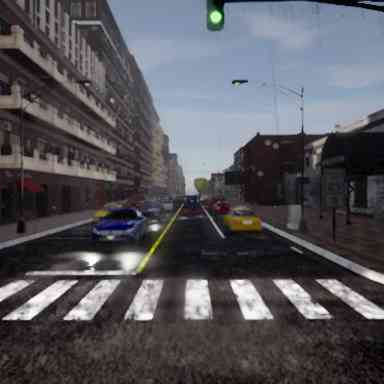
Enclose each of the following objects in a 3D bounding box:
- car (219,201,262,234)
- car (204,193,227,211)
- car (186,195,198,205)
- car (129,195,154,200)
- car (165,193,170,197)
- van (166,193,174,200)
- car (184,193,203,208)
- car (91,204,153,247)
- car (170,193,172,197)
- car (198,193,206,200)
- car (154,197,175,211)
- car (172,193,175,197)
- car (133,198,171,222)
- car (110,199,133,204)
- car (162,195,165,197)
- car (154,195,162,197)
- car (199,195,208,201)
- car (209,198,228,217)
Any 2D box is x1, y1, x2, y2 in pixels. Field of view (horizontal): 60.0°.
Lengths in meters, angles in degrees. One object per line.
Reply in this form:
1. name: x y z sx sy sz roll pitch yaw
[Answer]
1. car: 2.698 1.445 18.445 1.752 1.417 4.829 0 0 0
2. car: 2.704 1.184 34.892 2.192 1.841 5.009 0 0 0
3. car: 0.020 1.304 55.084 1.882 1.535 5.008 0 0 0
4. car: -5.676 1.212 34.894 2.192 1.841 5.009 0 0 0
5. car: -5.666 1.373 62.592 1.887 1.381 4.507 0 0 0
6. van: -5.657 1.128 84.749 1.690 1.788 3.998 0 0 0
7. car: 0.015 1.202 45.047 2.097 1.767 4.553 0 0 0
8. car: -3.093 1.476 15.036 1.812 1.442 4.674 0 0 0
9. car: -5.664 1.257 68.130 1.967 1.590 4.097 0 0 0
10. car: 2.726 1.067 90.284 2.192 1.841 5.009 0 0 0
11. car: -3.070 1.487 35.562 1.895 1.301 4.718 0 0 0
12. car: -5.659 1.111 79.209 2.192 1.841 5.009 0 0 0
13. car: -3.078 1.464 25.532 2.033 1.411 5.357 0 0 1
14. car: -5.681 1.456 23.646 1.752 1.417 4.829 0 0 0
15. car: -5.670 1.379 51.342 1.752 1.417 4.829 0 0 0
16. car: -5.672 1.418 45.973 2.008 1.369 4.403 0 0 0
17. car: 2.721 1.319 79.206 2.008 1.369 4.403 0 0 0
18. car: 2.702 1.467 29.353 1.802 1.307 4.206 0 0 0
